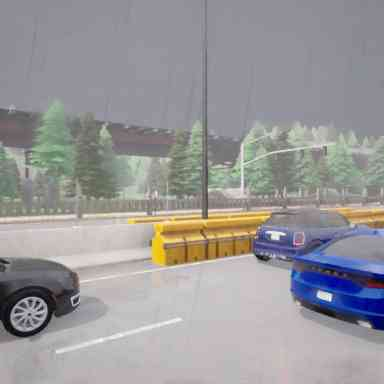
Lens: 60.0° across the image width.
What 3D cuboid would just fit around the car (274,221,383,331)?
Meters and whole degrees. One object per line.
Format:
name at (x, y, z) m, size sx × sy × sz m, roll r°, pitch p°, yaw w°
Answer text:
car at (4.091, 1.478, 6.669) m, size 5.008 × 1.535 × 1.882 m, roll 0°, pitch 0°, yaw -36°

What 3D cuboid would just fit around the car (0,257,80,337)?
car at (-4.235, 1.505, 5.025) m, size 4.892 × 1.490 × 1.837 m, roll 0°, pitch 0°, yaw -35°

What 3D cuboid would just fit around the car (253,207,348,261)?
car at (4.185, 1.352, 11.037) m, size 4.553 × 1.767 × 2.097 m, roll 0°, pitch 0°, yaw -36°
